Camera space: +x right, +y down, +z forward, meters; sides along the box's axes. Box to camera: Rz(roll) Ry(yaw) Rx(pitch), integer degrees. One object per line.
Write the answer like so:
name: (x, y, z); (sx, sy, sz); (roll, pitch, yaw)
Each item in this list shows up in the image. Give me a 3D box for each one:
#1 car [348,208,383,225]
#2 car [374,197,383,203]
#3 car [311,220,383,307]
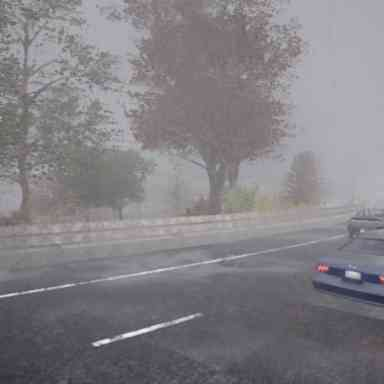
car: (9.619, 1.588, 17.025); (4.902, 1.511, 2.128); (0, 0, -45)
car: (47.242, 2.008, 81.674); (1.994, 1.385, 4.181); (0, 0, 10)
car: (4.893, 1.592, 7.788); (5.357, 1.411, 2.033); (0, 0, -40)
